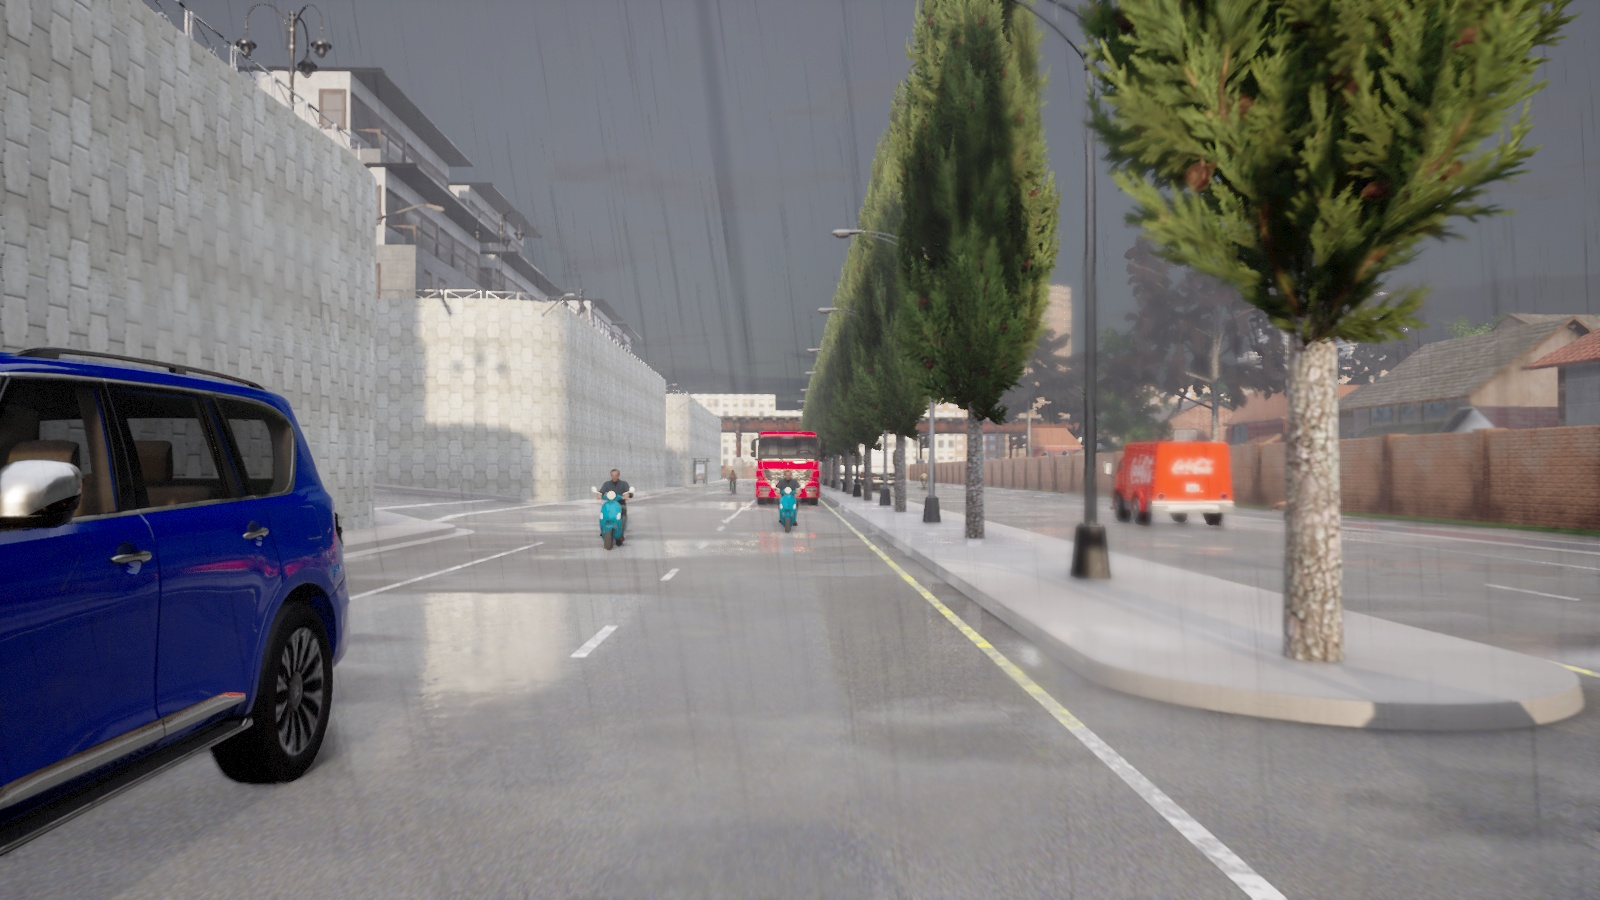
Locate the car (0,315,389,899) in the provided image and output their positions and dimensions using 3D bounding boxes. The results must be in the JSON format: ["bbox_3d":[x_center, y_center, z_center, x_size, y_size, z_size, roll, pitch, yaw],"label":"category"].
[{"bbox_3d":[-3.534,0.628,4.803,2.150,2.045,5.566,0,-1,-1],"label":"car"}]

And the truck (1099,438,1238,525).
[{"bbox_3d":[11.143,0.929,38.443,2.627,2.467,5.204,0,-1,-1],"label":"truck"}]

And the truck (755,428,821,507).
[{"bbox_3d":[-0.578,0.834,59.544,2.891,3.462,7.936,0,-1,-1],"label":"truck"}]

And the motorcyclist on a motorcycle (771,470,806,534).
[{"bbox_3d":[-0.303,1.310,32.207,0.866,1.590,1.817,0,-1,-1],"label":"motorcyclist on a motorcycle"}]

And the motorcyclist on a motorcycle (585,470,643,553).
[{"bbox_3d":[-3.695,1.204,25.062,0.866,1.590,1.817,0,-1,0],"label":"motorcyclist on a motorcycle"}]
